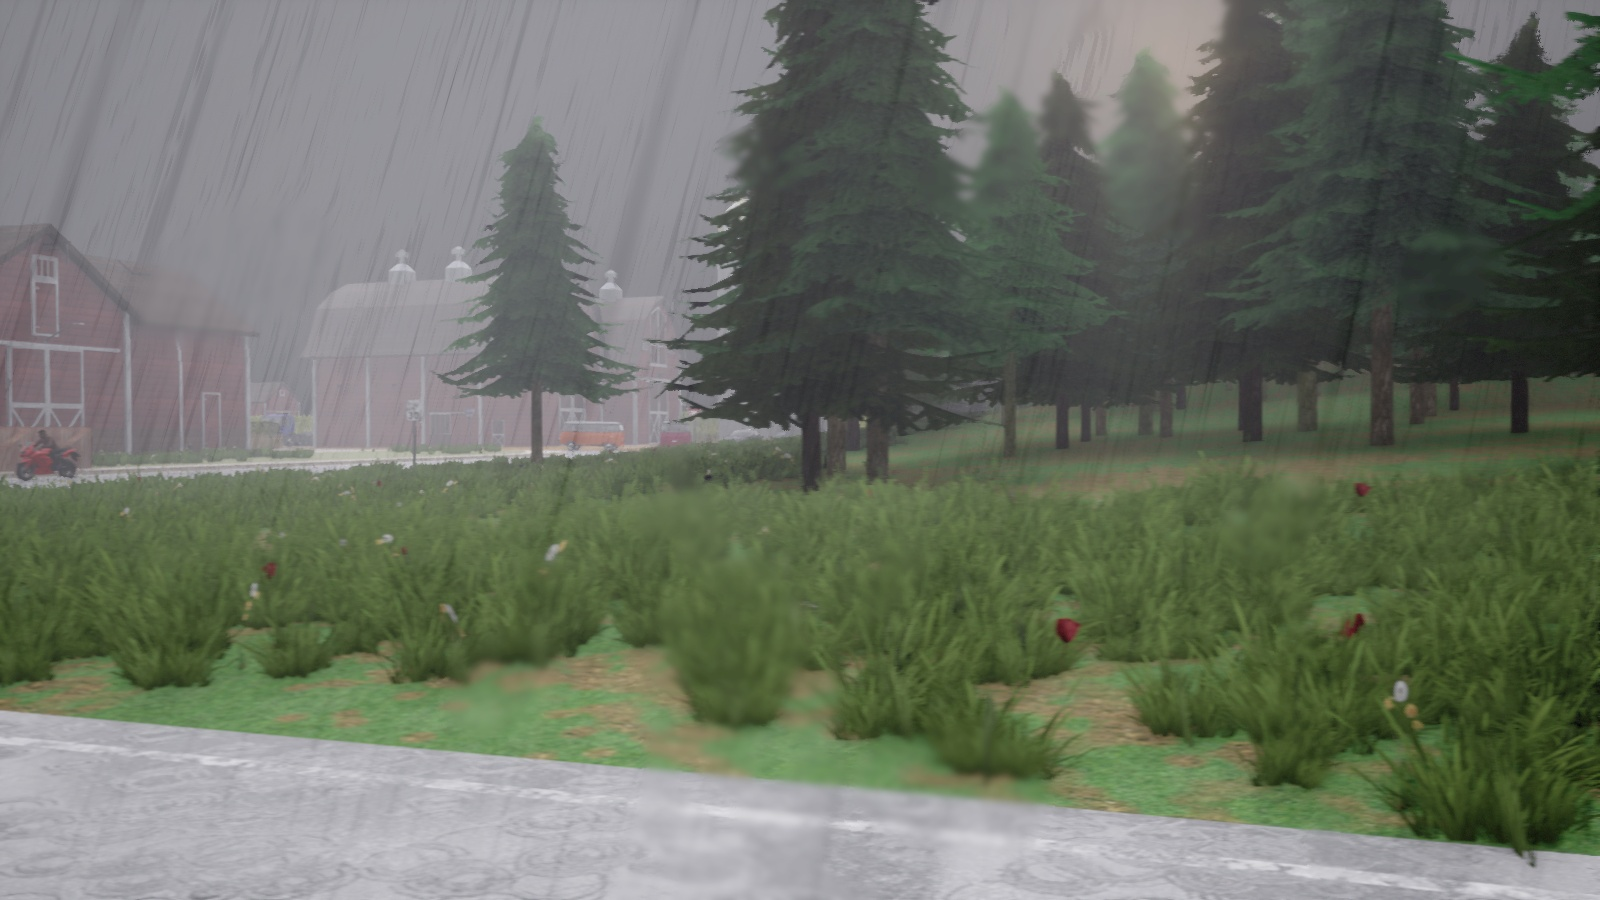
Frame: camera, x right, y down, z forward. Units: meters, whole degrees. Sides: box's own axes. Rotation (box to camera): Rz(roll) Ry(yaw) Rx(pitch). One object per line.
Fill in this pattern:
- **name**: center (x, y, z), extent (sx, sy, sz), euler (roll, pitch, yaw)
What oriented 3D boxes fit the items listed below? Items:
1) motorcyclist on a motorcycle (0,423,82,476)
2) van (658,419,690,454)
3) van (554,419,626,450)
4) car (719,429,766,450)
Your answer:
- **motorcyclist on a motorcycle**: center (-22.569, -0.027, 37.369), extent (0.797, 1.523, 2.044), euler (1, 1, 19)
- **van**: center (-7.600, -0.846, 75.430), extent (1.775, 1.987, 4.442), euler (1, 1, -7)
- **van**: center (-14.001, -1.049, 84.034), extent (4.442, 1.987, 1.775), euler (1, 1, 4)
- **car**: center (-4.162, -0.807, 91.814), extent (1.837, 1.490, 4.892), euler (1, 1, 19)
